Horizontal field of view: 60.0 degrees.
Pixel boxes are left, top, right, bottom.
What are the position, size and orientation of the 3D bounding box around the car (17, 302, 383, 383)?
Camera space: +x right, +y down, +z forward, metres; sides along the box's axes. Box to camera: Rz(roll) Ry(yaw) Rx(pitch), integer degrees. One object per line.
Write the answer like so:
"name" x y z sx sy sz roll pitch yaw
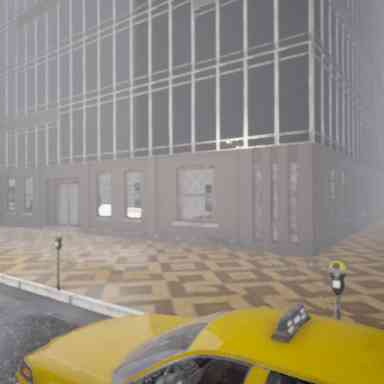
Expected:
"car" 0.498 1.534 2.515 4.829 1.417 1.752 -1 0 35
